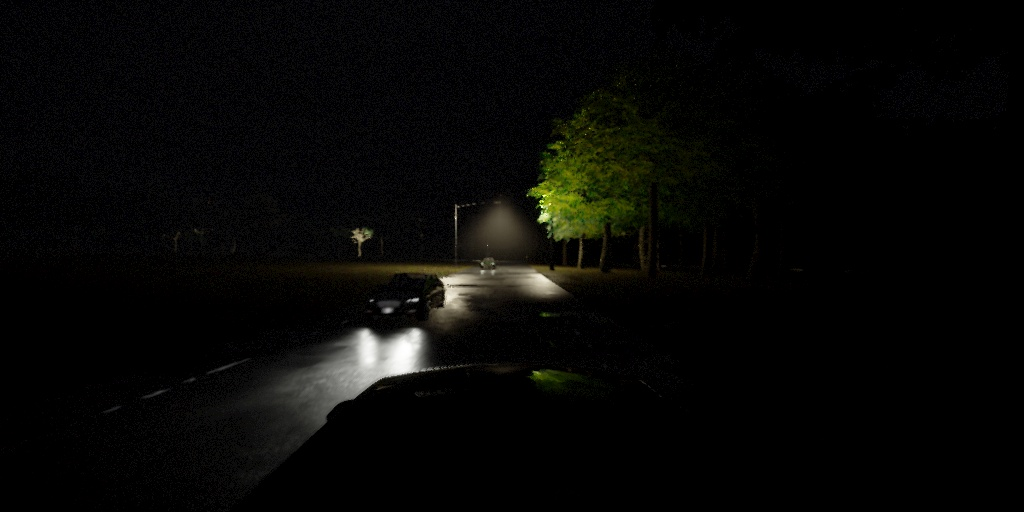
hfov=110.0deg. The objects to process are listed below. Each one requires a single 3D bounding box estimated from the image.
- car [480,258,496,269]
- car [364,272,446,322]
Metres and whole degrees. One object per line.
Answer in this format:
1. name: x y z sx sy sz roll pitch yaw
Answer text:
1. car: -3.561 1.071 54.104 2.097 1.767 4.553 0 0 0
2. car: -3.600 1.330 12.847 2.128 1.511 4.902 0 0 0
